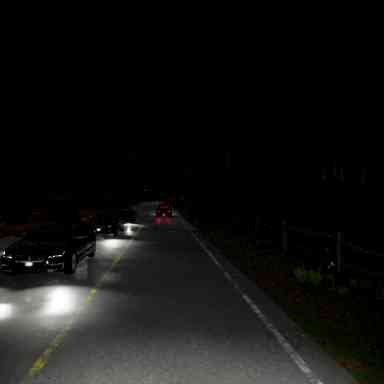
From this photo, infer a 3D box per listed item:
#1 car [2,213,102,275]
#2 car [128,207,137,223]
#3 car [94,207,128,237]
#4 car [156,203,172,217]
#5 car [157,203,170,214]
[{"bbox_3d":[-4.483,1.683,11.133,1.837,1.490,4.892,0,-1,-5],"label":"car"},{"bbox_3d":[-6.160,2.089,30.440,1.994,1.385,4.181,0,-1,-5],"label":"car"},{"bbox_3d":[-5.305,1.852,20.560,1.837,1.490,4.892,0,-1,-5],"label":"car"},{"bbox_3d":[-3.357,2.292,39.558,1.895,1.301,4.718,0,-1,-5],"label":"car"},{"bbox_3d":[-4.226,2.374,49.494,1.837,1.490,4.892,0,-1,-5],"label":"car"}]
